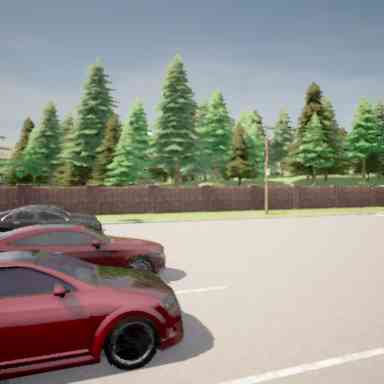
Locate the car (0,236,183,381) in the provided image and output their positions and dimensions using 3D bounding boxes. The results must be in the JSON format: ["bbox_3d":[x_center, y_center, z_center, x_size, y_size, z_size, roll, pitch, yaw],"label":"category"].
[{"bbox_3d":[-2.239,1.540,4.622,4.181,1.385,1.994,0,0,-20],"label":"car"}]

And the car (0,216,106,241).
[{"bbox_3d":[-2.967,1.480,8.093,4.674,1.442,1.812,0,0,-20],"label":"car"}]

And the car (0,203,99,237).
[{"bbox_3d":[-7.542,1.411,17.596,4.892,1.490,1.837,0,0,-20],"label":"car"}]

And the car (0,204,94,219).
[{"bbox_3d":[-6.364,1.429,14.299,4.892,1.490,1.837,0,0,-20],"label":"car"}]
